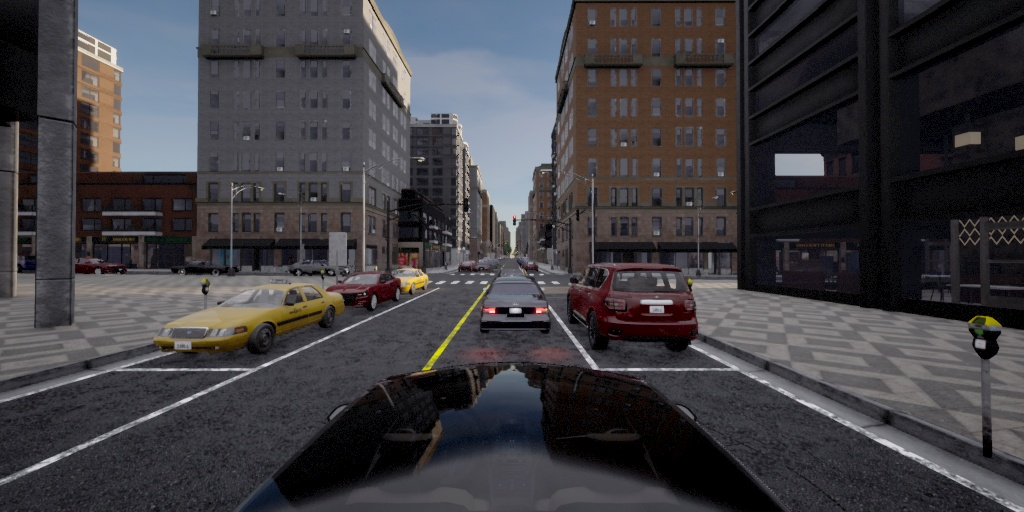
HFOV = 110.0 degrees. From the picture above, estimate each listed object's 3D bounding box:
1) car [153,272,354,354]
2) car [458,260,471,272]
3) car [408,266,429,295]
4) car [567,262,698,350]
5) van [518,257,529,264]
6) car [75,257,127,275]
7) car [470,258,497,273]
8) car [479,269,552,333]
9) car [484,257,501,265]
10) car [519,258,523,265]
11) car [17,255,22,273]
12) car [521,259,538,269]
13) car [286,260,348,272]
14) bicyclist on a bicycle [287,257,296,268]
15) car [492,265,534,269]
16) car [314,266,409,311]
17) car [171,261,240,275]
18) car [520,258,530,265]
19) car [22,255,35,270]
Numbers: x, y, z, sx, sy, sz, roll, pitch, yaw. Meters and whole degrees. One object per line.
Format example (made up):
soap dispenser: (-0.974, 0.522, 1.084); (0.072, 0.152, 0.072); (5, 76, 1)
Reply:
car: (-5.876, 1.277, 8.801); (1.751, 1.417, 4.829); (0, 0, 0)
car: (-5.985, 1.306, 47.239); (1.888, 1.381, 4.507); (0, 0, 0)
car: (-5.908, 1.279, 20.050); (1.751, 1.417, 4.829); (0, 0, 0)
car: (2.649, 1.066, 8.986); (2.192, 1.841, 5.009); (0, 0, 0)
van: (2.494, 1.108, 64.274); (1.690, 1.789, 3.998); (0, 0, 0)
car: (-36.835, 0.897, 31.446); (5.008, 1.535, 1.882); (1, -1, 0)
car: (-3.396, 1.324, 43.832); (1.994, 1.385, 4.181); (0, 0, 5)
car: (0.067, 1.300, 10.717); (2.033, 1.411, 5.357); (0, 0, 0)
car: (-3.241, 1.326, 55.963); (1.994, 1.385, 4.181); (0, 0, 0)
car: (2.510, 1.347, 58.601); (1.802, 1.307, 4.207); (0, 0, 0)
car: (-46.944, 0.831, 31.512); (4.892, 1.490, 1.837); (1, -1, 1)
car: (2.542, 1.343, 47.254); (1.802, 1.307, 4.207); (0, 0, 0)
car: (-16.843, 1.092, 31.371); (4.902, 1.511, 2.128); (1, -1, 0)
bicyclist on a bicycle: (-23.113, 0.909, 37.632); (0.582, 1.620, 1.656); (0, 0, 0)
car: (0.018, 1.355, 20.444); (1.895, 1.301, 4.718); (0, 0, 0)
car: (-5.893, 1.298, 14.595); (1.888, 1.381, 4.507); (0, 0, 0)
car: (-26.740, 1.112, 31.403); (4.718, 1.301, 1.895); (1, -1, 0)
car: (2.526, 1.345, 52.927); (1.802, 1.307, 4.207); (0, 0, 0)
car: (-48.153, 0.699, 34.620); (4.553, 1.767, 2.097); (0, -1, 1)
